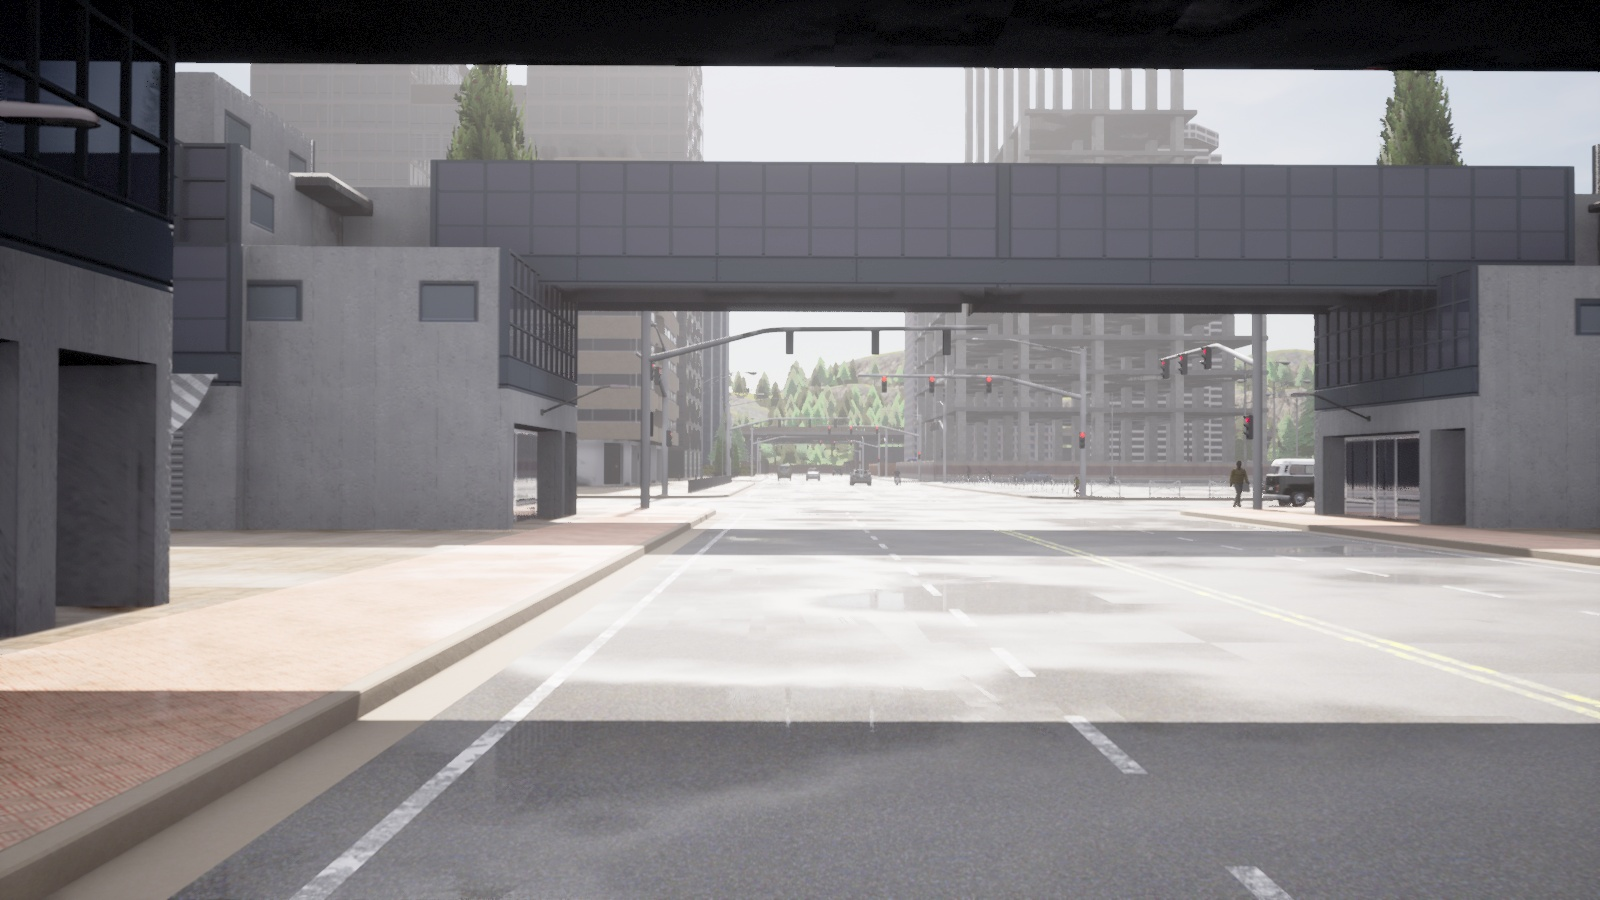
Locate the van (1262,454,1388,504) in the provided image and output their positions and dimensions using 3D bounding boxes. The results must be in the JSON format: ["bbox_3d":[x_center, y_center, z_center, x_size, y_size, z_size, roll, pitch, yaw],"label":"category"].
[{"bbox_3d":[22.267,1.217,53.363,4.480,2.038,2.069,0,-1,0],"label":"van"}]

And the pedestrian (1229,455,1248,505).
[{"bbox_3d":[16.406,1.116,46.991,0.431,1.840,0.709,0,-1,0],"label":"pedestrian"}]
